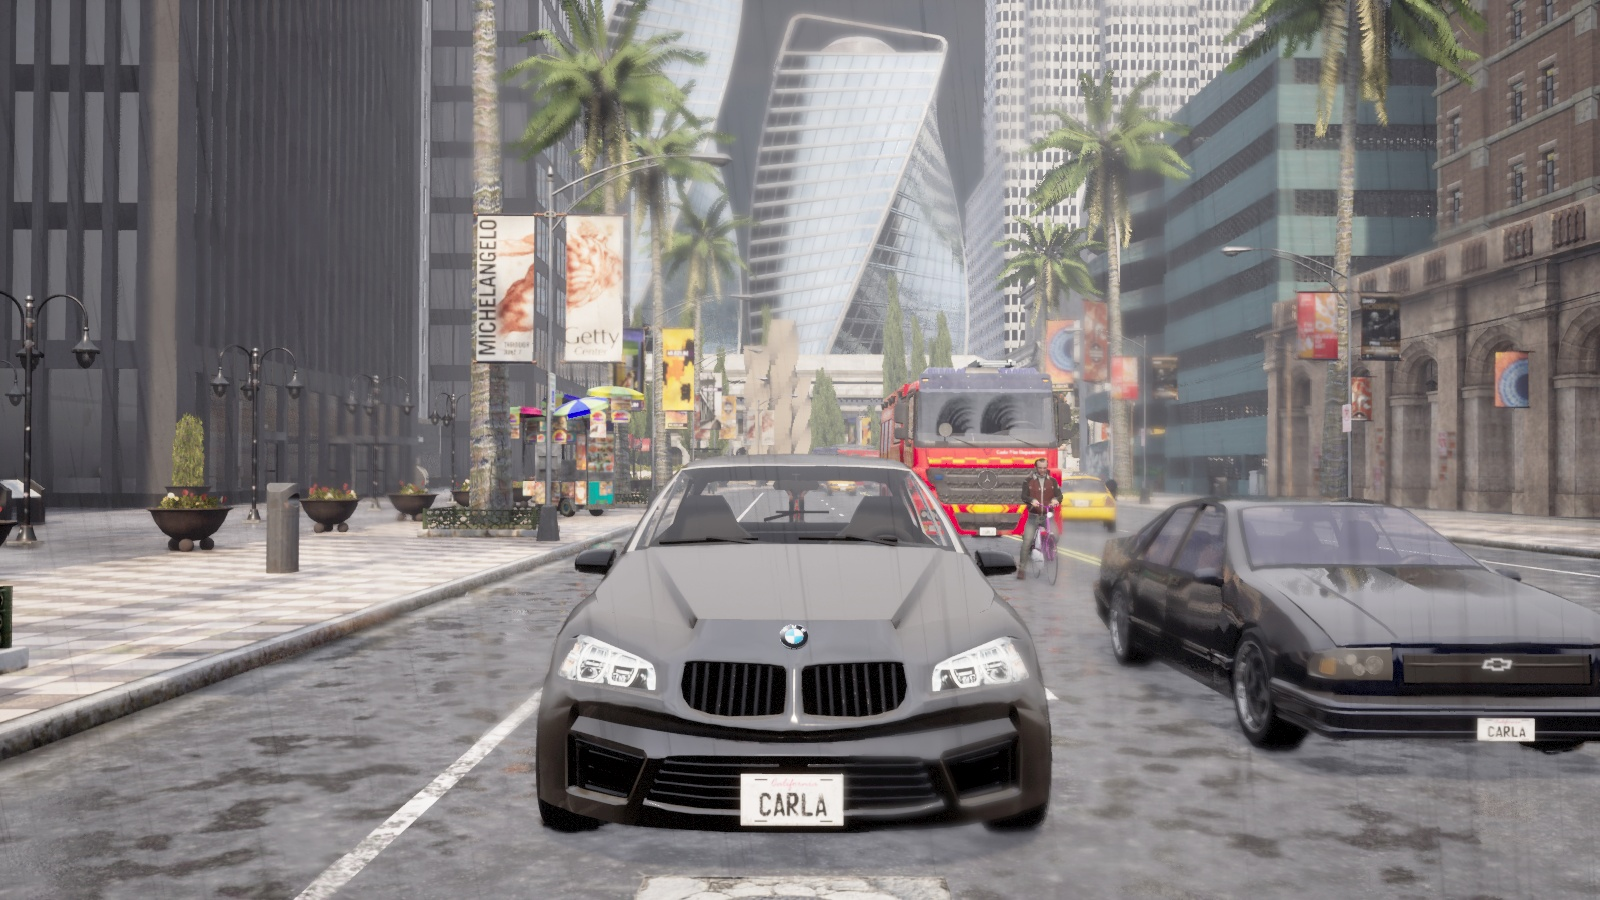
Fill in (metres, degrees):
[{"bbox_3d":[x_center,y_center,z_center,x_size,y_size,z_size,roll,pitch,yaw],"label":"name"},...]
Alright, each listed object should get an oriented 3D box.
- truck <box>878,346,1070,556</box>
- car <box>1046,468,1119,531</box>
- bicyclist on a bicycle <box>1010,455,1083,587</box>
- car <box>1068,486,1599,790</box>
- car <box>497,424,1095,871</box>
[{"bbox_3d":[3.446,0.092,27.189,2.891,3.827,8.468,0,-1,0],"label":"truck"},{"bbox_3d":[7.742,1.303,34.628,1.801,1.575,5.366,0,-1,12],"label":"car"},{"bbox_3d":[3.458,0.969,17.742,0.659,1.776,1.843,0,-1,0],"label":"bicyclist on a bicycle"},{"bbox_3d":[3.478,0.996,8.825,2.033,1.411,5.357,0,-1,0],"label":"car"},{"bbox_3d":[-0.018,0.777,7.026,2.242,1.667,4.611,0,-1,0],"label":"car"}]
